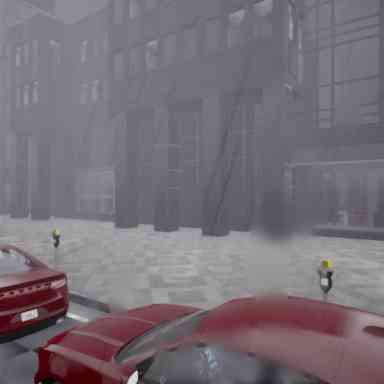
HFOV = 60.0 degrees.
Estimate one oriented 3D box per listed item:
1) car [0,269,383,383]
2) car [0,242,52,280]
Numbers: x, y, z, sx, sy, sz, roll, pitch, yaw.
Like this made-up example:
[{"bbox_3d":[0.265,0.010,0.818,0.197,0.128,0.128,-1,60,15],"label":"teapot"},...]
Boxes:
[{"bbox_3d":[0.565,1.544,2.557,4.507,1.381,1.887,0,0,35],"label":"car"},{"bbox_3d":[-4.027,1.543,5.826,4.507,1.381,1.887,0,0,35],"label":"car"}]
